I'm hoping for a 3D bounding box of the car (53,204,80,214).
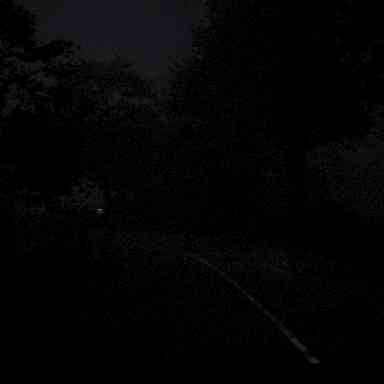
[{"bbox_3d":[-24.997,3.490,66.834,5.566,2.045,2.435,0,-2,0],"label":"car"}]

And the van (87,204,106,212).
[{"bbox_3d":[-24.732,4.103,86.603,4.442,1.987,1.878,0,-2,0],"label":"van"}]

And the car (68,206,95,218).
[{"bbox_3d":[-17.364,3.359,52.615,1.895,1.301,4.718,0,-2,1],"label":"car"}]

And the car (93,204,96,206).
[{"bbox_3d":[-24.901,4.121,78.122,4.674,1.452,2.002,0,-2,0],"label":"car"}]

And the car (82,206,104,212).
[{"bbox_3d":[-24.893,4.276,83.772,4.792,1.488,2.163,0,-2,0],"label":"car"}]

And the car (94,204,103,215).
[{"bbox_3d":[-17.268,3.671,65.814,2.128,1.511,4.902,0,-2,1],"label":"car"}]

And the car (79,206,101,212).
[{"bbox_3d":[-24.878,4.204,80.947,4.674,1.452,2.002,0,-2,0],"label":"car"}]

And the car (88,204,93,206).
[{"bbox_3d":[-24.938,3.913,72.475,5.008,1.535,2.097,0,-2,0],"label":"car"}]
